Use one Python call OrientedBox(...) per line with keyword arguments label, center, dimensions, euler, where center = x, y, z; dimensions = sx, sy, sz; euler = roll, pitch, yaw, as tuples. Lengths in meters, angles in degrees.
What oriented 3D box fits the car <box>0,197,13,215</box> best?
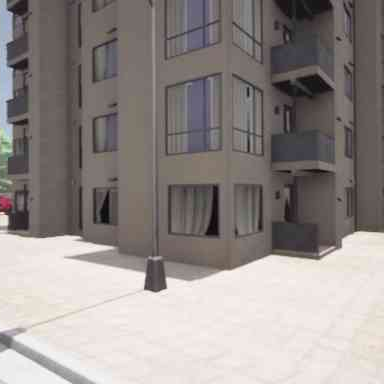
OrientedBox(label="car", center=(-20.104, 1.525, 37.663), dimensions=(2.150, 2.045, 5.566), euler=(0, 0, 18))
